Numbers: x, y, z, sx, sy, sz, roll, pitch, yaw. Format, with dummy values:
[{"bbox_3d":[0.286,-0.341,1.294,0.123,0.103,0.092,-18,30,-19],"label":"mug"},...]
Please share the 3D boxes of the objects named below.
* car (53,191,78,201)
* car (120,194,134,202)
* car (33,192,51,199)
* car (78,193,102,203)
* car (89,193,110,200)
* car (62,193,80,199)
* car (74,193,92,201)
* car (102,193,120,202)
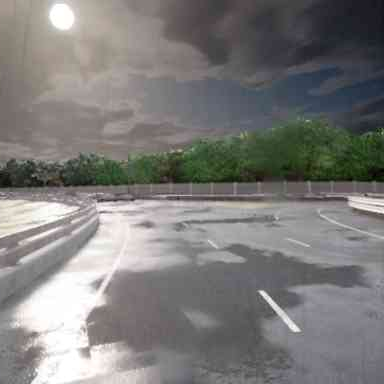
[{"bbox_3d":[-25.208,0.767,66.491,2.150,2.045,5.566,-1,1,-43],"label":"car"},{"bbox_3d":[-12.314,1.046,61.345,1.994,1.385,4.181,-1,1,-37],"label":"car"},{"bbox_3d":[-34.789,0.883,76.087,4.553,1.767,2.097,0,1,39],"label":"car"},{"bbox_3d":[-17.234,1.104,56.149,1.812,1.442,4.674,-1,1,-34],"label":"car"},{"bbox_3d":[-19.798,0.989,70.942,2.033,1.411,5.357,-1,1,-43],"label":"car"},{"bbox_3d":[-29.393,0.936,80.658,4.892,1.490,1.837,0,1,39],"label":"car"},{"bbox_3d":[-22.638,1.020,68.882,1.812,1.442,4.674,-1,1,-43],"label":"car"},{"bbox_3d":[-15.013,1.093,59.079,1.994,1.385,4.181,-1,1,-37],"label":"car"}]
